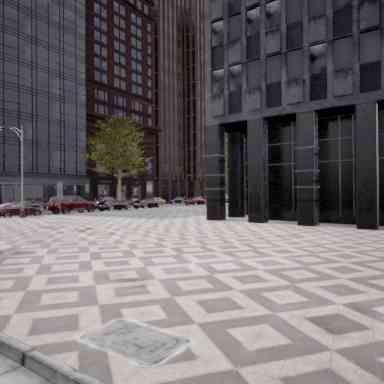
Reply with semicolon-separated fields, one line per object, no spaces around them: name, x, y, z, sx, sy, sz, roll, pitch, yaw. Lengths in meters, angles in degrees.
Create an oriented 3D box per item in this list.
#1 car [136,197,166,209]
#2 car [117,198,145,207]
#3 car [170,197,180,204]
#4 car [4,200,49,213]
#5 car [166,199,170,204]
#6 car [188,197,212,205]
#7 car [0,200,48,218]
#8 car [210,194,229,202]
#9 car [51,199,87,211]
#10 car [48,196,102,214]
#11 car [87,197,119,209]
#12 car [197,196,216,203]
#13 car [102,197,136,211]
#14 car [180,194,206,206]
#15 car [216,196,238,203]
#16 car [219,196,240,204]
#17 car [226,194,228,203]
car;-5.781;1.510;43.224;1.947;1.339;4.313;-1;0;35
car;-9.606;1.615;52.706;1.802;1.307;4.206;-1;0;35
car;-3.215;1.576;62.000;1.947;1.339;4.313;-1;0;35
car;-19.193;1.644;38.767;1.947;1.339;4.313;-1;0;35
car;-6.507;1.546;57.212;1.752;1.417;4.829;-1;0;35
car;1.454;1.541;58.284;1.895;1.301;4.718;-1;0;34
car;-15.367;1.577;29.287;1.802;1.307;4.206;-1;0;35
car;6.371;1.298;75.940;2.192;1.841;5.009;-1;0;35
car;-15.998;1.644;43.413;1.802;1.307;4.206;-1;0;35
car;-12.173;1.291;33.935;2.192;1.841;5.009;-1;0;35
car;-12.804;1.486;48.060;1.967;1.590;4.097;-1;0;35
car;3.177;1.537;71.293;1.887;1.381;4.507;-1;0;35
car;-8.976;1.526;38.579;1.947;1.339;4.313;-1;0;35
car;0.609;1.464;52.517;1.887;1.381;4.507;-1;0;35
car;7.116;1.471;66.515;2.033;1.411;5.357;-1;0;35
car;7.000;1.465;61.808;1.947;1.339;4.313;-1;0;35
car;3.803;1.224;57.164;2.192;1.841;5.009;-1;0;35
